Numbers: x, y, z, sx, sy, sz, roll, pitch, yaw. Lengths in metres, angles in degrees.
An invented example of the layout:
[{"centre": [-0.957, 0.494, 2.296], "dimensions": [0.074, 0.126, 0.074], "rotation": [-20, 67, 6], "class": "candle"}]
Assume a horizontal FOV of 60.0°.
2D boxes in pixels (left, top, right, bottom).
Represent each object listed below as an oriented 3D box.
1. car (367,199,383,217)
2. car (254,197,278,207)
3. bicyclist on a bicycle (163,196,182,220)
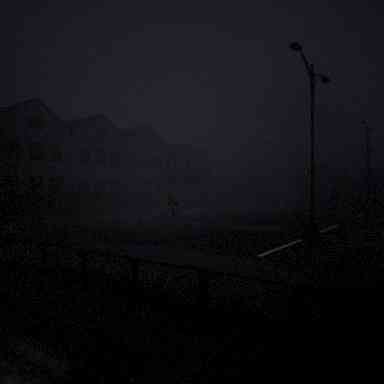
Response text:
[{"centre": [15.445, 1.298, 26.799], "dimensions": [2.007, 1.523, 4.514], "rotation": [0, 0, 35], "class": "car"}, {"centre": [10.458, 1.356, 46.673], "dimensions": [2.033, 1.411, 5.357], "rotation": [0, 0, 32], "class": "car"}, {"centre": [-1.377, 1.109, 23.046], "dimensions": [1.656, 1.620, 0.582], "rotation": [0, 0, 35], "class": "bicyclist on a bicycle"}]
